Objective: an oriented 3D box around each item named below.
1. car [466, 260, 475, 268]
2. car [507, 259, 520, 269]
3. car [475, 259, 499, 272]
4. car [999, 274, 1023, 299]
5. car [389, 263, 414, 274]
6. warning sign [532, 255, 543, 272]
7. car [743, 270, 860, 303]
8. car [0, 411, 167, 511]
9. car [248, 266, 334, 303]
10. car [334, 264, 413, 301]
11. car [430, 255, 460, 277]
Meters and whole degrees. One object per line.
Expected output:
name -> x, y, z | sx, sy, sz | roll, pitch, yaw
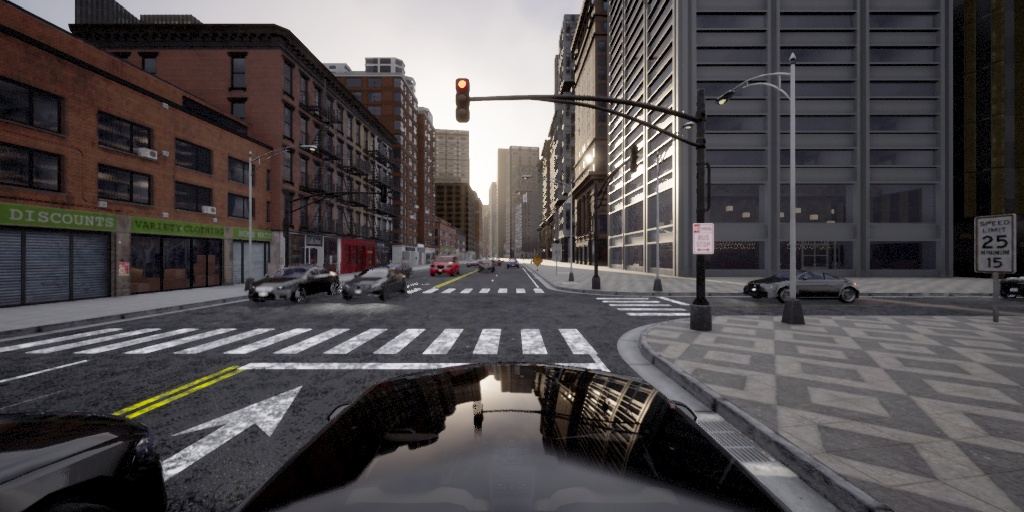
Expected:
car -> -6.415, 1.280, 59.441 | 1.994, 1.385, 4.181 | 0, 0, 1
car -> 0.160, 1.243, 57.357 | 1.812, 1.442, 4.674 | 0, 0, 1
car -> -3.058, 1.221, 44.983 | 2.128, 1.511, 4.902 | 0, 0, 0
car -> 24.988, 1.247, 16.062 | 5.008, 1.535, 1.882 | 0, 0, 0
car -> -9.790, 1.290, 30.219 | 2.033, 1.411, 5.357 | 0, 0, 0
warning sign -> 2.934, 0.848, 41.273 | 1.300, 1.860, 1.060 | 0, 0, 0
car -> 12.892, 1.328, 16.139 | 4.181, 1.385, 1.994 | 0, 0, 0
car -> -3.153, 1.241, 0.283 | 2.128, 1.511, 4.902 | 0, 0, 0
car -> -9.818, 1.241, 16.601 | 2.128, 1.511, 4.902 | 0, 0, 0
car -> -6.562, 1.275, 17.649 | 1.812, 1.442, 4.674 | 0, 0, 0
car -> -6.530, 0.959, 35.480 | 2.150, 2.045, 5.566 | 0, 0, 0
